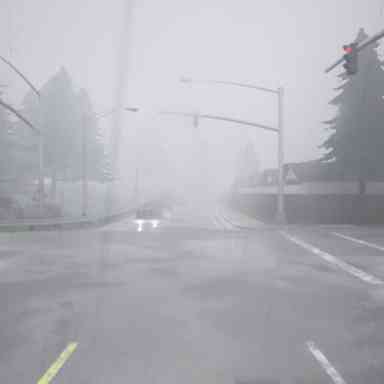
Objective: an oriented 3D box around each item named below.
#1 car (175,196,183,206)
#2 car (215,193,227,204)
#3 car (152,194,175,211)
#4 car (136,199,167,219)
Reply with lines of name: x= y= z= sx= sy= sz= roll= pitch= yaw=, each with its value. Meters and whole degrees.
car: x=-2.946 y=1.522 z=54.992 sx=1.837 sy=1.490 sz=4.892 roll=0 pitch=1 yaw=15
car: x=6.907 y=1.235 z=61.069 sx=5.566 sy=2.045 sz=2.150 roll=0 pitch=0 yaw=-22
car: x=-3.603 y=1.240 z=41.271 sx=2.150 sy=2.045 sz=5.566 roll=0 pitch=0 yaw=0
car: x=-3.602 y=1.578 z=28.992 sx=1.994 sy=1.385 sz=4.181 roll=0 pitch=0 yaw=0
